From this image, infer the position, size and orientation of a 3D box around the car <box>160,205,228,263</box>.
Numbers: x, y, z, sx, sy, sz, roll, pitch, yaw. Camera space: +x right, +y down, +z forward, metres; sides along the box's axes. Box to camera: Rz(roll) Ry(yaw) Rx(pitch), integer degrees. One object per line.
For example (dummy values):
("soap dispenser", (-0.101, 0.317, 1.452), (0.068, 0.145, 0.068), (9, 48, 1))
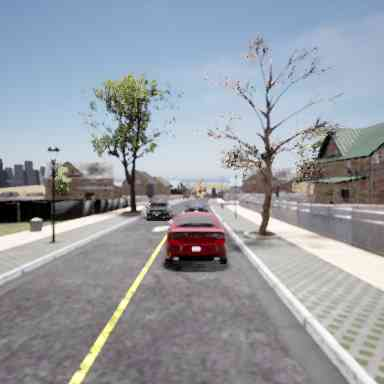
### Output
("car", (0.150, 1.442, 11.838), (1.882, 1.535, 5.008), (0, 0, 1))

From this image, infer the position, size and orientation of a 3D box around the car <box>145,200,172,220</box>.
("car", (-2.581, 1.447, 26.985), (1.837, 1.490, 4.892), (0, 0, 1))

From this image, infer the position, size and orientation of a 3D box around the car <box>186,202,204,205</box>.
("car", (0.366, 1.508, 27.664), (1.994, 1.385, 4.181), (0, 0, 1))
